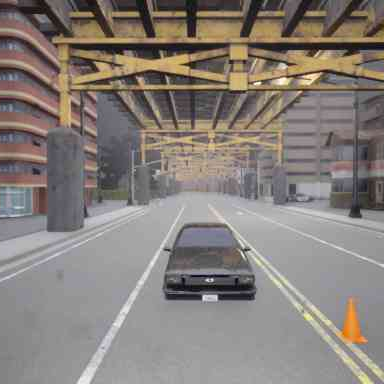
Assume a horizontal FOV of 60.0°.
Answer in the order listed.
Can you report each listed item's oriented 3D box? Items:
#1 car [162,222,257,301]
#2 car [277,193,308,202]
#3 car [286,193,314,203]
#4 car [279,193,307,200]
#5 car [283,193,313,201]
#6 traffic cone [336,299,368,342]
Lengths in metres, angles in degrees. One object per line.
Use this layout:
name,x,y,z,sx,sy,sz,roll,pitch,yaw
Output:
car,0.362,1.533,8.725,2.033,1.411,5.357,0,0,1
car,17.817,0.958,58.994,4.974,1.542,2.038,0,1,25
car,17.469,1.006,54.837,4.974,1.542,2.038,0,1,-20
car,17.864,0.801,58.971,4.536,1.218,1.853,0,1,25
car,17.517,0.848,54.853,4.536,1.218,1.853,0,1,-20
traffic cone,2.454,1.949,5.118,0.340,0.580,0.340,0,0,0
